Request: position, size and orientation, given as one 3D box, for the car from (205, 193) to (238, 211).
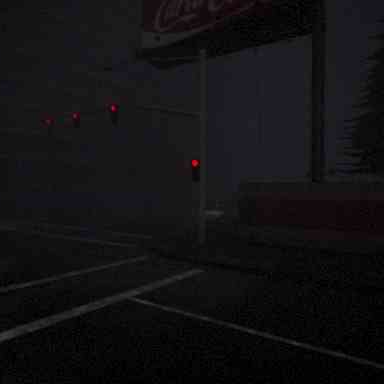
[{"bbox_3d":[3.561,1.113,39.991,2.150,2.045,5.566,0,0,35],"label":"car"}]
